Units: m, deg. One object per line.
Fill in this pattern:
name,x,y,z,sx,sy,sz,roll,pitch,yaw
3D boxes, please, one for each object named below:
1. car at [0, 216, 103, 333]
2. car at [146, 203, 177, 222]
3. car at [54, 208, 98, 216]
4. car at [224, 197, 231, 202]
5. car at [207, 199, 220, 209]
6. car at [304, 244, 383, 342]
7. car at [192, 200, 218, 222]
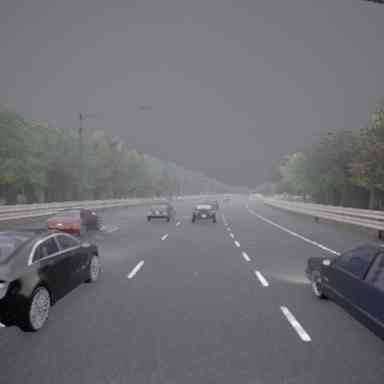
car,-3.322,1.502,6.782,2.128,1.511,4.902,0,0,1
car,-2.461,1.632,27.590,2.033,1.411,5.357,0,0,4
car,-6.460,1.603,18.487,1.994,1.385,4.181,0,0,3
car,9.766,1.974,91.620,1.895,1.301,4.718,0,0,10
car,2.920,1.671,47.411,2.128,1.511,4.902,0,0,7
car,3.524,1.577,5.420,2.033,1.411,5.357,0,0,1
car,1.021,1.619,27.010,1.812,1.442,4.674,0,0,4
